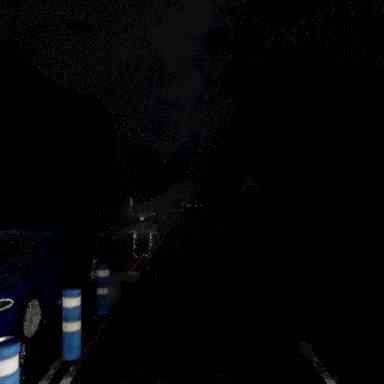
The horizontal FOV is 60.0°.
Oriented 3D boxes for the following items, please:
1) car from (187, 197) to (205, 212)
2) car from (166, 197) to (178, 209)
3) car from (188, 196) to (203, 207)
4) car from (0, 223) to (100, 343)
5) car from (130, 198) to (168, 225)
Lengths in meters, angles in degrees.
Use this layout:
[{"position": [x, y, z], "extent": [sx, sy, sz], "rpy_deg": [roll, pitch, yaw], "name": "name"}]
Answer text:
[{"position": [0.426, 1.441, 36.269], "extent": [2.033, 1.411, 5.357], "rpy_deg": [0, 0, 1], "name": "car"}, {"position": [-2.850, 1.405, 42.545], "extent": [1.812, 1.442, 4.674], "rpy_deg": [0, 0, 1], "name": "car"}, {"position": [0.467, 1.382, 48.593], "extent": [2.033, 1.411, 5.357], "rpy_deg": [0, 0, 1], "name": "car"}, {"position": [-3.323, 1.467, 6.634], "extent": [1.882, 1.535, 5.008], "rpy_deg": [0, 0, 0], "name": "car"}, {"position": [-3.171, 1.429, 23.739], "extent": [2.128, 1.511, 4.902], "rpy_deg": [0, 0, 1], "name": "car"}]
